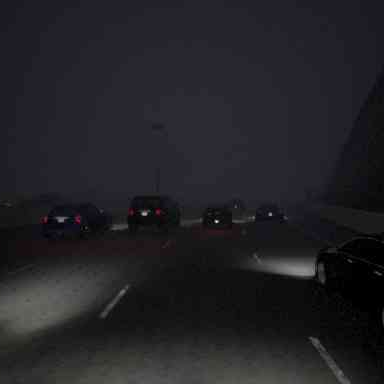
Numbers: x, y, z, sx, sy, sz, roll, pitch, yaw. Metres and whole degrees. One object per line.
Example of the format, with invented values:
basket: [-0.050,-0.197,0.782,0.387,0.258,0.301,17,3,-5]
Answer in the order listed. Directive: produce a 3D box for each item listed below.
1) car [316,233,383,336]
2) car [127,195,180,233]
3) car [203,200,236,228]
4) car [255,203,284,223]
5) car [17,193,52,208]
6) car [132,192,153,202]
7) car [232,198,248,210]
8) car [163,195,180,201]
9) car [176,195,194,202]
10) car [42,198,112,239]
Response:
car: [3.829,1.506,6.138,1.837,1.490,4.892,0,0,2]
car: [-2.092,1.203,19.570,2.150,2.045,5.566,0,0,7]
car: [1.785,1.491,22.068,1.837,1.490,4.892,0,0,8]
car: [5.855,1.554,25.505,1.994,1.385,4.181,0,0,9]
car: [-17.046,1.163,37.419,2.150,2.045,5.566,0,0,12]
car: [-11.475,1.139,77.530,2.150,2.045,5.566,0,0,24]
car: [5.808,1.483,41.887,1.837,1.490,4.892,0,0,15]
car: [-4.543,1.414,75.870,1.895,1.301,4.718,0,0,24]
car: [-1.537,1.391,74.026,2.128,1.511,4.902,0,0,24]
car: [-5.828,1.329,17.445,2.097,1.767,4.553,0,0,6]
